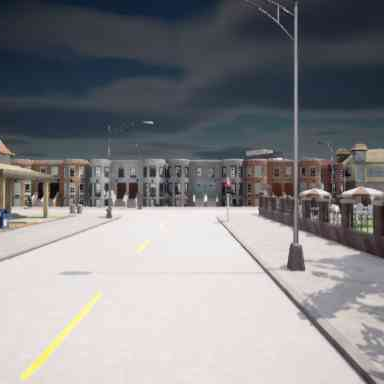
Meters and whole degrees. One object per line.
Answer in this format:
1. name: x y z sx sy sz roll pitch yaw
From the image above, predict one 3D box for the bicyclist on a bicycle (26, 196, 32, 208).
1. bicyclist on a bicycle: -21.795 1.324 44.584 0.582 1.620 1.656 0 0 0
